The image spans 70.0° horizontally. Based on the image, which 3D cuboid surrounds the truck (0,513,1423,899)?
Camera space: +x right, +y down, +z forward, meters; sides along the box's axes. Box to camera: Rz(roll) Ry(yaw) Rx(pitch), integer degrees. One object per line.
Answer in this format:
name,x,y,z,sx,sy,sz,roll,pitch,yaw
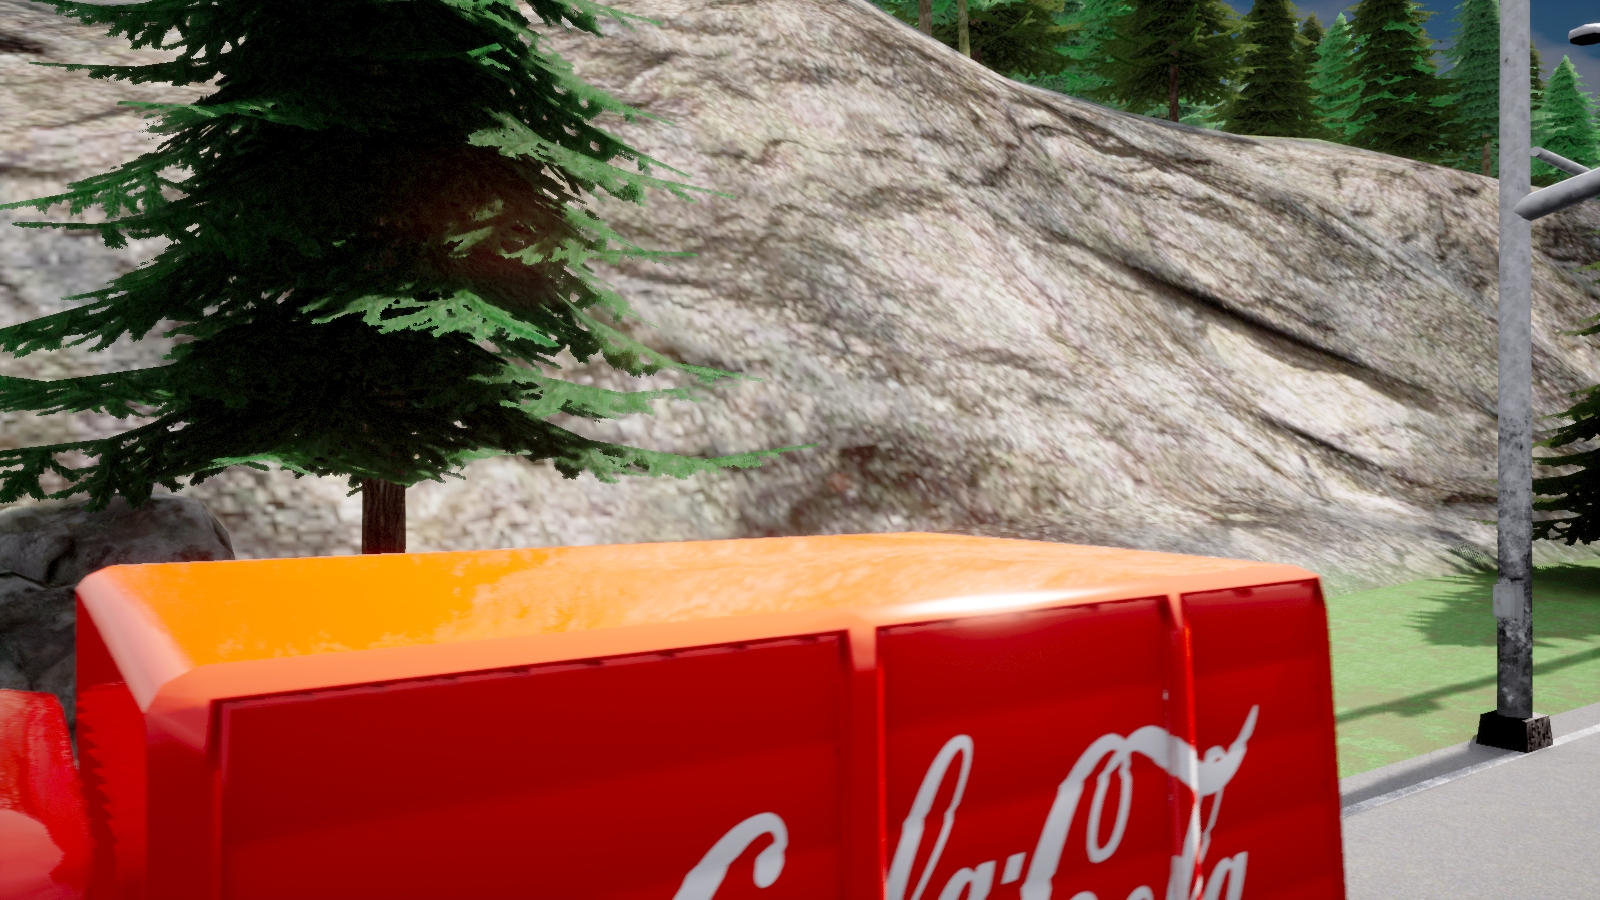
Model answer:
truck,-0.973,1.548,3.099,5.204,2.467,2.627,0,0,-35
